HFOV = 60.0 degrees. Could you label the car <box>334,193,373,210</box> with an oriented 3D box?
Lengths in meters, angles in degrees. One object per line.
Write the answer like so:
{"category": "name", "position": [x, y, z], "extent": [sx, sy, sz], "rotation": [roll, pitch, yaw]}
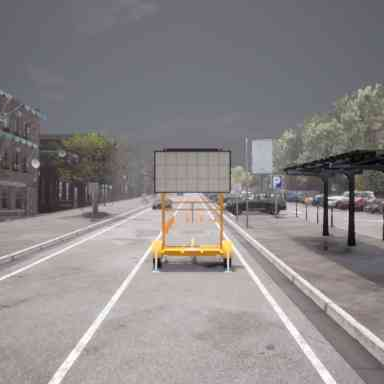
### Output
{"category": "car", "position": [18.857, 1.226, 36.692], "extent": [5.008, 1.535, 2.097], "rotation": [0, 1, 0]}

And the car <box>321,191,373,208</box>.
{"category": "car", "position": [18.823, 0.950, 39.465], "extent": [5.566, 2.045, 2.435], "rotation": [0, 1, 0]}

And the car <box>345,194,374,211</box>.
{"category": "car", "position": [18.858, 1.251, 33.916], "extent": [5.008, 1.535, 2.097], "rotation": [0, 1, 0]}

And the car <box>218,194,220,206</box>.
{"category": "car", "position": [5.588, 1.255, 33.072], "extent": [5.366, 1.575, 1.946], "rotation": [0, 1, 0]}

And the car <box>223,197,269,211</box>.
{"category": "car", "position": [5.775, 1.273, 35.876], "extent": [4.674, 1.452, 2.002], "rotation": [0, 1, 0]}

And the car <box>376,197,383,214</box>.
{"category": "car", "position": [18.882, 1.331, 28.365], "extent": [4.792, 1.488, 2.163], "rotation": [0, 1, 0]}

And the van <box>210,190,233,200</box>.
{"category": "van", "position": [5.885, 0.612, 66.714], "extent": [4.442, 1.987, 1.878], "rotation": [0, 1, 0]}

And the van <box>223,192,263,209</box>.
{"category": "van", "position": [5.889, 0.982, 38.676], "extent": [4.442, 1.987, 1.878], "rotation": [0, 1, 0]}

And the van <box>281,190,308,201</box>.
{"category": "van", "position": [18.966, 0.697, 61.675], "extent": [4.442, 1.987, 1.878], "rotation": [0, 1, 0]}

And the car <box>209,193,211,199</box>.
{"category": "car", "position": [5.776, 1.020, 55.504], "extent": [4.892, 1.521, 2.231], "rotation": [0, 1, 0]}

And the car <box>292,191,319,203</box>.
{"category": "car", "position": [18.879, 1.080, 53.351], "extent": [4.792, 1.488, 2.163], "rotation": [0, 1, 0]}

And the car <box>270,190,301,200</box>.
{"category": "car", "position": [18.877, 0.578, 67.224], "extent": [5.566, 2.045, 2.435], "rotation": [0, 1, 0]}

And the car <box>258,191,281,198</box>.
{"category": "car", "position": [18.852, 0.597, 81.106], "extent": [4.892, 1.521, 2.231], "rotation": [0, 1, 0]}

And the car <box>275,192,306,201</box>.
{"category": "car", "position": [19.035, 0.873, 64.452], "extent": [5.366, 1.575, 1.946], "rotation": [0, 1, 0]}

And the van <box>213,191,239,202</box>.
{"category": "van", "position": [5.886, 0.753, 58.308], "extent": [4.442, 1.987, 1.878], "rotation": [0, 1, 0]}

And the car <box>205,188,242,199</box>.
{"category": "car", "position": [5.741, 0.680, 61.107], "extent": [5.566, 2.045, 2.435], "rotation": [0, 1, 0]}

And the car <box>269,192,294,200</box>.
{"category": "car", "position": [18.819, 0.812, 70.004], "extent": [4.792, 1.488, 2.163], "rotation": [0, 1, 0]}

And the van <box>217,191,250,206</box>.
{"category": "van", "position": [5.888, 0.901, 47.088], "extent": [4.442, 1.987, 1.878], "rotation": [0, 1, 0]}

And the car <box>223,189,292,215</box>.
{"category": "car", "position": [5.745, 1.032, 30.266], "extent": [5.566, 2.045, 2.435], "rotation": [0, 1, 0]}

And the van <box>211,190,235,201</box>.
{"category": "van", "position": [5.886, 0.659, 63.912], "extent": [4.442, 1.987, 1.878], "rotation": [0, 1, 0]}

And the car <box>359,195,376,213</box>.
{"category": "car", "position": [18.859, 1.277, 31.140], "extent": [4.892, 1.521, 2.231], "rotation": [0, 1, 0]}

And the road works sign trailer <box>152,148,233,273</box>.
{"category": "road works sign trailer", "position": [0.017, 0.429, 10.554], "extent": [2.380, 3.560, 2.880], "rotation": [0, 0, 1]}

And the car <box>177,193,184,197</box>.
{"category": "car", "position": [-3.138, 0.508, 90.664], "extent": [2.033, 1.411, 5.357], "rotation": [0, 1, 0]}

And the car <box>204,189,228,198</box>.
{"category": "car", "position": [5.738, 0.350, 80.729], "extent": [5.566, 2.045, 2.435], "rotation": [0, 1, 0]}

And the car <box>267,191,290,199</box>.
{"category": "car", "position": [18.878, 0.611, 72.778], "extent": [4.553, 1.767, 2.185], "rotation": [0, 1, 0]}

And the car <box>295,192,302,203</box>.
{"category": "car", "position": [18.821, 1.119, 50.568], "extent": [4.792, 1.488, 2.163], "rotation": [0, 1, 0]}

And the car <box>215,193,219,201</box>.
{"category": "car", "position": [5.766, 1.183, 41.482], "extent": [5.008, 1.535, 2.097], "rotation": [0, 1, 0]}

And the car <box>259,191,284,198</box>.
{"category": "car", "position": [18.662, 0.640, 78.329], "extent": [5.366, 1.575, 1.946], "rotation": [0, 1, 0]}

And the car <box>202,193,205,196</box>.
{"category": "car", "position": [5.739, 0.397, 77.926], "extent": [5.566, 2.045, 2.435], "rotation": [0, 1, 0]}

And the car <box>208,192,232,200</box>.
{"category": "car", "position": [5.762, 0.791, 69.521], "extent": [4.892, 1.521, 2.231], "rotation": [0, 1, 0]}

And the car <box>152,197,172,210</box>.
{"category": "car", "position": [-3.303, 1.292, 37.071], "extent": [1.994, 1.385, 4.181], "rotation": [0, 1, 0]}

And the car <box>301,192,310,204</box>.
{"category": "car", "position": [19.035, 1.116, 47.796], "extent": [5.366, 1.575, 1.946], "rotation": [0, 1, 0]}

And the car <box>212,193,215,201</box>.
{"category": "car", "position": [5.800, 1.126, 49.893], "extent": [4.792, 1.488, 2.163], "rotation": [0, 1, 0]}

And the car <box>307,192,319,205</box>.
{"category": "car", "position": [18.846, 1.149, 45.019], "extent": [5.008, 1.535, 2.097], "rotation": [0, 1, 0]}

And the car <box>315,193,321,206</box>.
{"category": "car", "position": [18.845, 1.178, 42.242], "extent": [4.892, 1.521, 2.231], "rotation": [0, 1, 0]}

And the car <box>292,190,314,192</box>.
{"category": "car", "position": [18.821, 0.760, 56.122], "extent": [5.566, 2.045, 2.435], "rotation": [0, 1, 0]}

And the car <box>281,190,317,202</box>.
{"category": "car", "position": [18.878, 0.718, 58.898], "extent": [5.566, 2.045, 2.435], "rotation": [0, 1, 0]}
